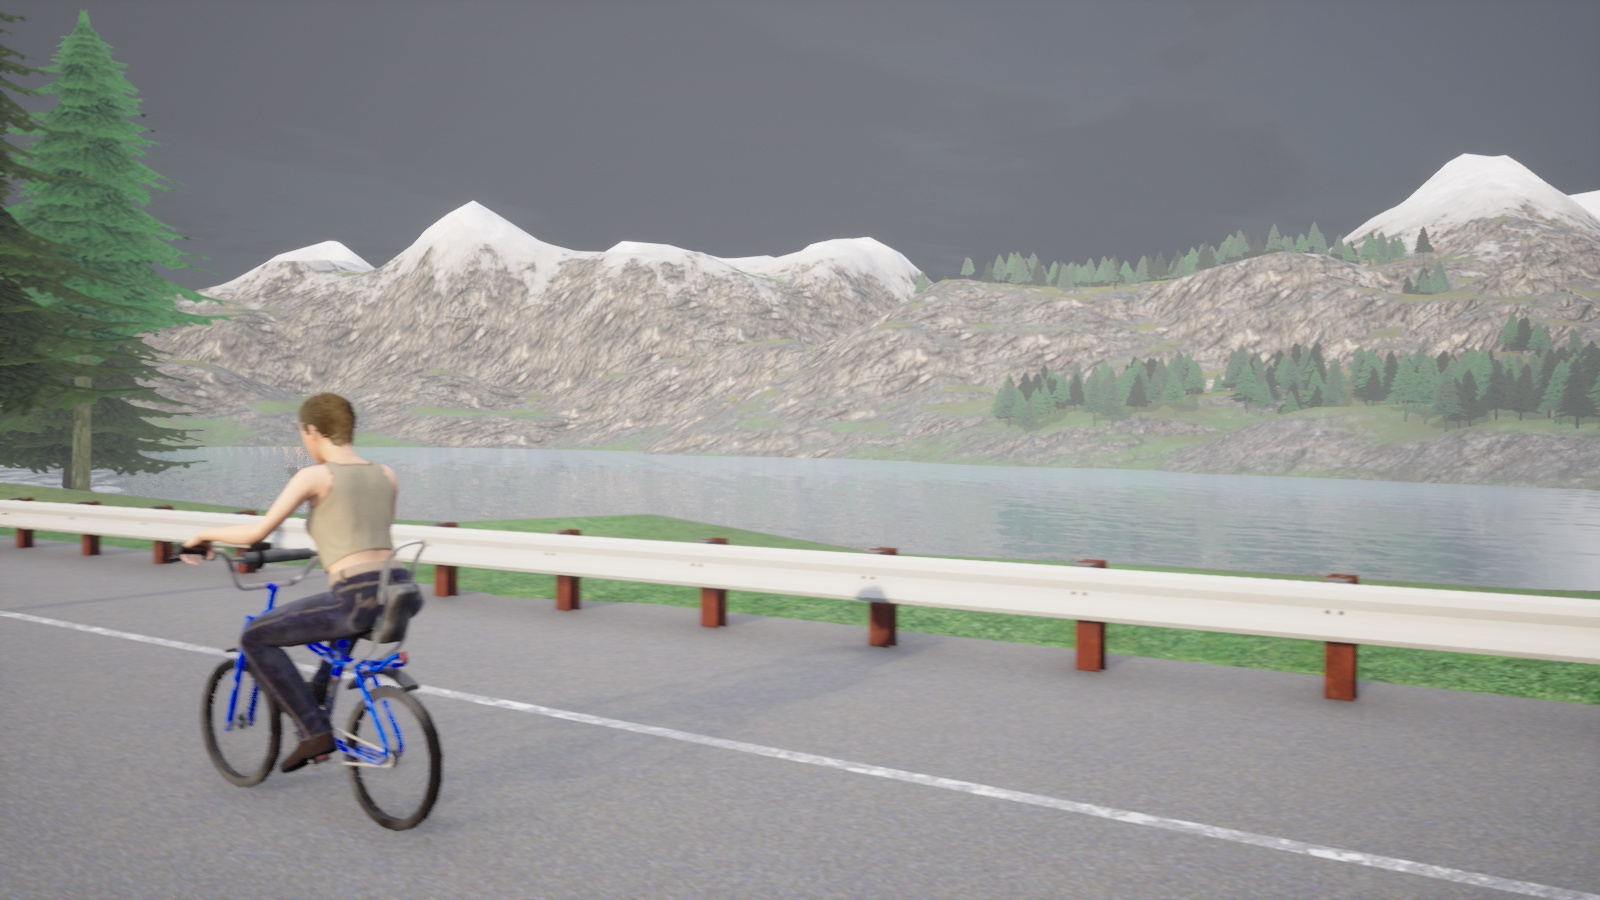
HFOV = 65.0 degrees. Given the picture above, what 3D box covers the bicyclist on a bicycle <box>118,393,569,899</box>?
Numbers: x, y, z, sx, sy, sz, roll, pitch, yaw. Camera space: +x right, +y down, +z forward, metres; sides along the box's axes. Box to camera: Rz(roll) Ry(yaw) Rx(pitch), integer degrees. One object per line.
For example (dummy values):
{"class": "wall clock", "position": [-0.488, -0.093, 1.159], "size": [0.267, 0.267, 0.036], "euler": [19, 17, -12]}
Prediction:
{"class": "bicyclist on a bicycle", "position": [-1.744, 0.619, 4.776], "size": [1.509, 1.612, 0.866], "euler": [0, 1, 34]}
